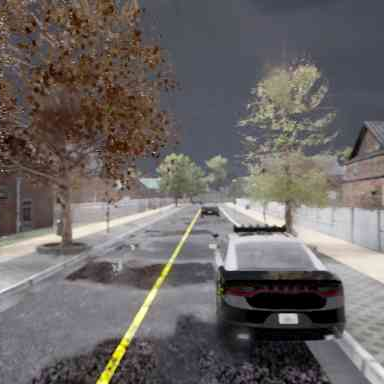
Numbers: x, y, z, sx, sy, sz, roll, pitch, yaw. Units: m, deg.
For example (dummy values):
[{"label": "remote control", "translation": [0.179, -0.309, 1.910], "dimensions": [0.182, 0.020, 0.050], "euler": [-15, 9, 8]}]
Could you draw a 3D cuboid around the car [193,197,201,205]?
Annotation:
[{"label": "car", "translation": [1.357, 2.203, 81.939], "dimensions": [2.150, 2.045, 5.566], "euler": [-1, -1, 3]}]

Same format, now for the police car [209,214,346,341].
[{"label": "police car", "translation": [1.397, 1.491, 6.972], "dimensions": [1.930, 1.638, 5.238], "euler": [-1, -1, 3]}]

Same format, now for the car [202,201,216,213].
[{"label": "car", "translation": [2.373, 2.017, 45.427], "dimensions": [1.812, 1.442, 4.674], "euler": [-1, -1, 3]}]

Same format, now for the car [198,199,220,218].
[{"label": "car", "translation": [1.886, 1.852, 34.972], "dimensions": [1.882, 1.535, 5.008], "euler": [-1, -1, 3]}]
